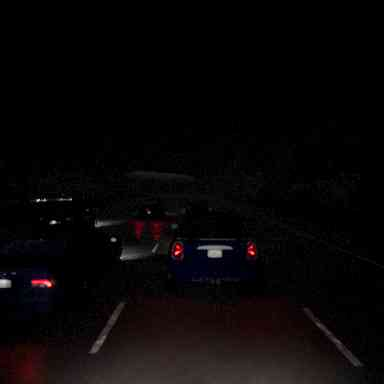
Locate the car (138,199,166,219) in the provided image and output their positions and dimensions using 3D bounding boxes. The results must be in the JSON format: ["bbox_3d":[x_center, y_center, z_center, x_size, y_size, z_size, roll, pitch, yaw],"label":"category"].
[{"bbox_3d":[-3.107,1.249,26.224,1.812,1.442,4.674,0,1,0],"label":"car"}]

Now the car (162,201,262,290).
[{"bbox_3d":[0.471,1.286,9.089,2.097,1.767,4.553,0,1,0],"label":"car"}]

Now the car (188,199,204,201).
[{"bbox_3d":[0.380,1.295,28.888,1.895,1.301,4.718,0,1,0],"label":"car"}]

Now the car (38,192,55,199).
[{"bbox_3d":[-27.877,0.671,63.742,1.994,1.385,4.181,0,1,0],"label":"car"}]

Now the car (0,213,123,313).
[{"bbox_3d":[-3.018,1.484,7.801,2.033,1.411,5.357,0,0,0],"label":"car"}]

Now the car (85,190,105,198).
[{"bbox_3d":[-17.380,0.790,60.777,1.895,1.301,4.718,0,1,0],"label":"car"}]

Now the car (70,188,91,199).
[{"bbox_3d":[-20.881,0.355,63.924,2.150,2.045,5.566,0,1,0],"label":"car"}]

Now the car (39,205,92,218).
[{"bbox_3d":[-6.569,1.389,17.806,1.994,1.385,4.181,0,1,0],"label":"car"}]

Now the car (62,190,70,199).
[{"bbox_3d":[-24.391,0.424,66.841,2.097,1.767,4.553,0,1,0],"label":"car"}]
